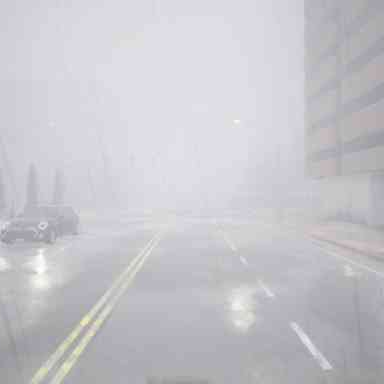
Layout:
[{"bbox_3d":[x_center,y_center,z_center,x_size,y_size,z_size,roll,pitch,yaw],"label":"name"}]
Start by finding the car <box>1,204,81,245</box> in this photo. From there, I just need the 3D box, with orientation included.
[{"bbox_3d":[-7.088,1.435,16.085,2.097,1.767,4.553,0,0,2],"label":"car"}]

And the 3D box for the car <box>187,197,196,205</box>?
[{"bbox_3d":[-0.130,1.847,66.837,2.033,1.411,5.357,0,0,0],"label":"car"}]

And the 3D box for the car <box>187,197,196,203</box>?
[{"bbox_3d":[-0.151,1.867,77.312,1.895,1.301,4.718,0,0,0],"label":"car"}]

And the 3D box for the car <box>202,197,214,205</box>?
[{"bbox_3d":[3.369,1.798,66.852,1.837,1.490,4.892,0,0,0],"label":"car"}]

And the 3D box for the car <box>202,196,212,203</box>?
[{"bbox_3d":[3.349,1.792,77.289,2.128,1.511,4.902,0,0,0],"label":"car"}]
